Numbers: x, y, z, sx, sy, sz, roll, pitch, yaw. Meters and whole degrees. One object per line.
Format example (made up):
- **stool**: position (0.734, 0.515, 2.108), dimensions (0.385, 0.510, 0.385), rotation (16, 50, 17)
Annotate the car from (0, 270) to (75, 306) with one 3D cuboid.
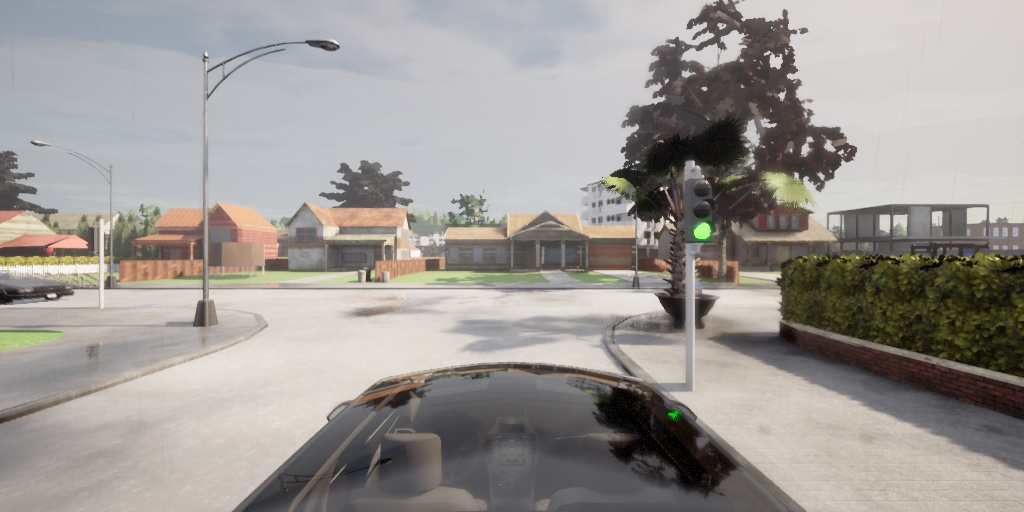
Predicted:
- **car**: position (-22.175, 1.297, 15.218), dimensions (5.357, 1.411, 2.033), rotation (0, 0, 0)
